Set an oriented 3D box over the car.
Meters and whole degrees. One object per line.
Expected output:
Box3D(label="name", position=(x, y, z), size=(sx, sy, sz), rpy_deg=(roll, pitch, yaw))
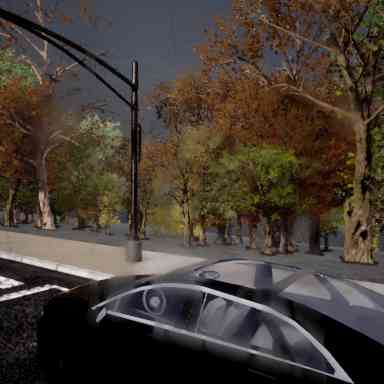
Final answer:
Box3D(label="car", position=(0.246, 1.491, 3.497), size=(4.902, 1.511, 2.128), rpy_deg=(0, 0, 37))
